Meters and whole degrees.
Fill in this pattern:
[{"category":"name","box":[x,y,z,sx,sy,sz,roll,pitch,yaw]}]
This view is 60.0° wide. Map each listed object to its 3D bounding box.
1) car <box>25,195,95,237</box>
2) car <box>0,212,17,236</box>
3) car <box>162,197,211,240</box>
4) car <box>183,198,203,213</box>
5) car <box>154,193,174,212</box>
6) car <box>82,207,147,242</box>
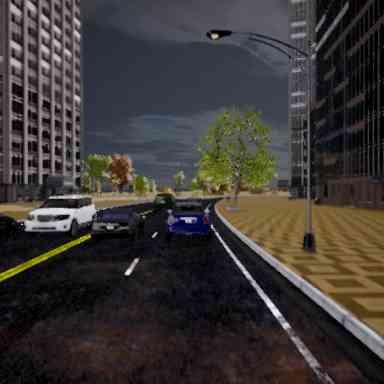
[{"category":"car","box":[-6.874,1.194,18.138,2.150,2.045,5.566,0,0,0]},{"category":"car","box":[-10.085,1.544,15.634,1.994,1.385,4.181,0,0,-1]},{"category":"car","box":[-0.173,1.320,17.023,2.097,1.767,4.553,0,0,-1]},{"category":"car","box":[0.177,1.484,37.183,2.033,1.411,5.357,0,0,3]},{"category":"car","box":[-3.027,1.159,38.171,2.150,2.045,5.566,0,0,3]},{"category":"car","box":[-3.422,1.520,16.291,2.033,1.411,5.357,0,0,-1]}]
